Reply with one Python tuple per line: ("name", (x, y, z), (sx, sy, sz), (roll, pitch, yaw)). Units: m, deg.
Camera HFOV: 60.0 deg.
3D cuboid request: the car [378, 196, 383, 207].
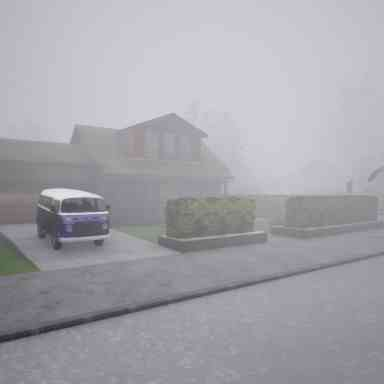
("car", (24.583, 0.982, 41.404), (3.866, 1.878, 1.905), (0, 0, -1))
